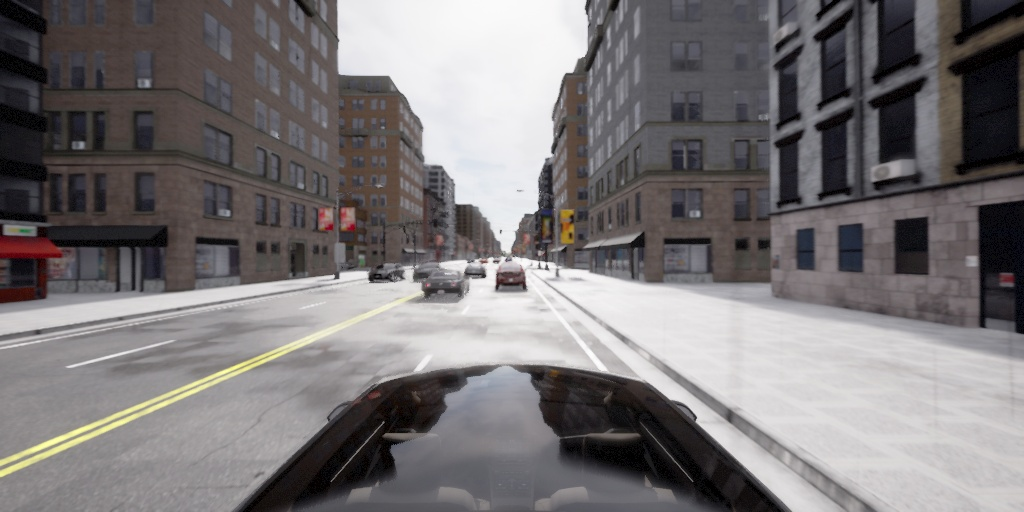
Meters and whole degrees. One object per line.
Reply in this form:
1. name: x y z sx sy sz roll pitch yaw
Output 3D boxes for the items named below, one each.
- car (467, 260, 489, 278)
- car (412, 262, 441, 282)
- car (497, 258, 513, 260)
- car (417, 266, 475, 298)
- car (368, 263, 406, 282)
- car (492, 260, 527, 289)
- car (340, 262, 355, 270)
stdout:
1. car: -3.427 1.327 34.186 1.994 1.385 4.181 0 0 0
2. car: -6.804 1.291 29.613 1.837 1.490 4.892 0 0 0
3. car: -0.261 1.223 32.526 1.882 1.535 5.008 0 0 -1
4. car: -3.288 1.368 18.783 1.895 1.301 4.718 0 0 -1
5. car: -10.054 1.310 29.170 1.837 1.490 4.892 0 0 0
6. car: -0.075 1.225 22.950 1.882 1.535 5.008 0 0 0
7. car: -25.823 1.466 53.603 4.313 1.339 1.948 0 0 0
